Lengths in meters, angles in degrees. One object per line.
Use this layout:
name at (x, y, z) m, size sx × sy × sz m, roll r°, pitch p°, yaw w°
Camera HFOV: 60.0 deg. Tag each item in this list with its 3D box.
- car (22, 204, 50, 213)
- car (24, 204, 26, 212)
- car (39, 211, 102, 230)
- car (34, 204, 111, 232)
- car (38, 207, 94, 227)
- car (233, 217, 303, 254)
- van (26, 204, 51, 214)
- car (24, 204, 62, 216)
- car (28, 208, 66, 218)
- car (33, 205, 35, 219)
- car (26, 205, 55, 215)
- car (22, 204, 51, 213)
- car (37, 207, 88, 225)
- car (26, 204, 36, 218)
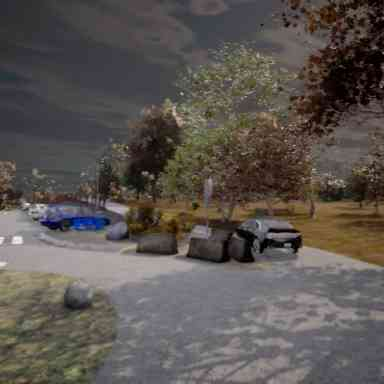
car at (-37.996, 3.980, 80.879) m, size 2.435 × 2.045 × 5.566 m, roll -1°, pitch -4°, yaw 42°
car at (-20.883, 2.891, 48.912) m, size 2.435 × 2.045 × 5.566 m, roll -1°, pitch -4°, yaw 42°
car at (-10.929, 2.504, 30.236) m, size 2.231 × 1.521 × 4.892 m, roll -1°, pitch -3°, yaw 42°
car at (-9.493, 2.162, 27.607) m, size 2.435 × 2.045 × 5.566 m, roll -1°, pitch -4°, yaw 42°
car at (-12.379, 2.466, 32.881) m, size 2.185 × 1.767 × 4.553 m, roll -1°, pitch -4°, yaw 42°
car at (3.410, 1.955, 15.829) m, size 2.128 × 1.511 × 4.902 m, roll 1°, pitch -1°, yaw -11°
van at (-33.656, 3.740, 72.950) m, size 1.878 × 1.987 × 4.442 m, roll -1°, pitch -4°, yaw 42°
car at (-26.587, 3.256, 59.567) m, size 2.435 × 2.045 × 5.566 m, roll -1°, pitch -4°, yaw 42°
car at (-22.352, 3.232, 51.542) m, size 2.231 × 1.521 × 4.892 m, roll -1°, pitch -4°, yaw 42°
car at (-15.191, 2.652, 38.252) m, size 2.185 × 1.767 × 4.553 m, roll -1°, pitch -3°, yaw 42°
car at (-29.481, 3.560, 64.845) m, size 2.185 × 1.767 × 4.553 m, roll -1°, pitch -4°, yaw 42°
car at (-36.589, 3.887, 78.162) m, size 2.435 × 2.045 × 5.566 m, roll -1°, pitch -3°, yaw 42°
car at (-13.758, 2.561, 35.587) m, size 2.185 × 1.767 × 4.553 m, roll -1°, pitch -3°, yaw 42°
car at (-18.071, 2.706, 43.539) m, size 2.435 × 2.045 × 5.566 m, roll -1°, pitch -3°, yaw 42°
